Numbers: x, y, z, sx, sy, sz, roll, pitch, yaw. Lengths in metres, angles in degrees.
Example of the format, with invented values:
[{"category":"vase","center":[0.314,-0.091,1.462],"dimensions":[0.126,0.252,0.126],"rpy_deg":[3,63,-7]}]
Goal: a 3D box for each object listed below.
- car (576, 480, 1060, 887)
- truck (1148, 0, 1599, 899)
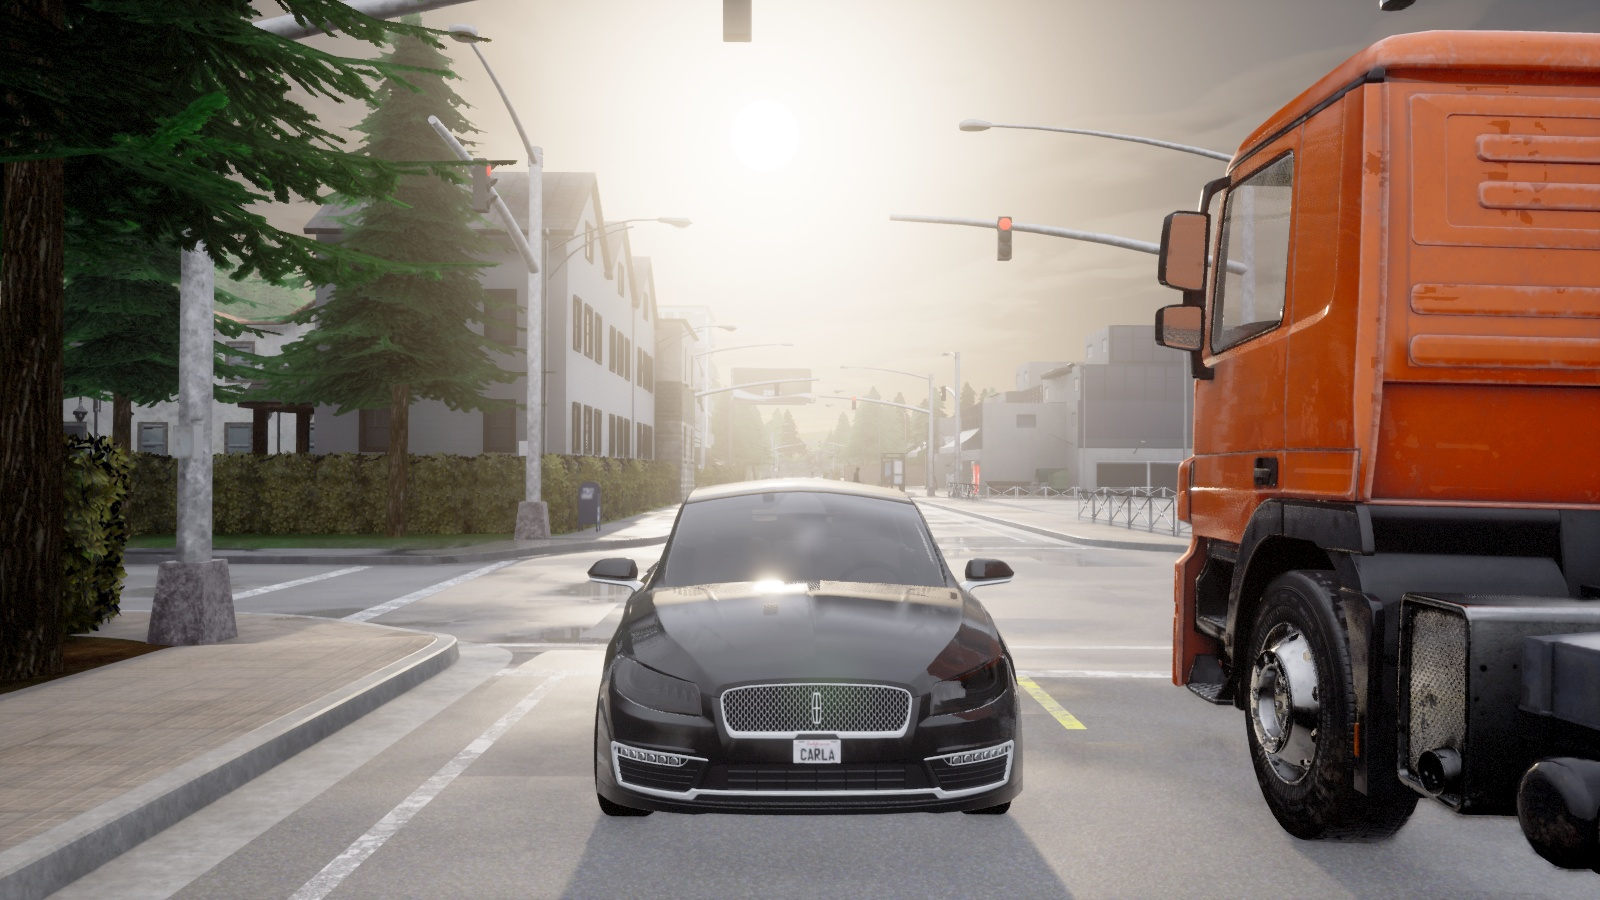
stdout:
[{"category":"car","center":[-0.006,0.941,7.222],"dimensions":[1.837,1.490,4.892],"rpy_deg":[0,-1,-2]},{"category":"truck","center":[3.467,-0.063,3.129],"dimensions":[2.891,3.462,7.936],"rpy_deg":[1,0,0]}]
